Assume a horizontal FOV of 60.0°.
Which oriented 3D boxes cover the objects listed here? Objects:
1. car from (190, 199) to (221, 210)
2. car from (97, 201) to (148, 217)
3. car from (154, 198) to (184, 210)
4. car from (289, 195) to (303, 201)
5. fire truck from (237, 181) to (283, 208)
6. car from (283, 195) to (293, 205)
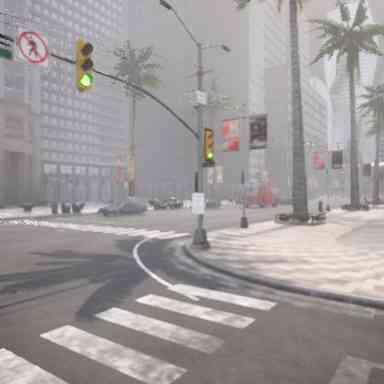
[{"bbox_3d":[1.902,1.590,44.665,2.033,1.411,5.357,0,0,36],"label":"car"},{"bbox_3d":[-6.669,1.582,32.651,2.033,1.411,5.357,0,0,35],"label":"car"},{"bbox_3d":[-2.929,1.556,43.226,2.161,1.482,4.786,0,0,35],"label":"car"},{"bbox_3d":[26.649,1.552,85.147,2.231,1.521,4.892,0,0,35],"label":"car"},{"bbox_3d":[10.522,0.378,50.542,2.891,3.827,8.468,0,0,36],"label":"fire truck"},{"bbox_3d":[16.134,1.402,58.517,2.097,1.767,4.553,0,0,35],"label":"car"}]
